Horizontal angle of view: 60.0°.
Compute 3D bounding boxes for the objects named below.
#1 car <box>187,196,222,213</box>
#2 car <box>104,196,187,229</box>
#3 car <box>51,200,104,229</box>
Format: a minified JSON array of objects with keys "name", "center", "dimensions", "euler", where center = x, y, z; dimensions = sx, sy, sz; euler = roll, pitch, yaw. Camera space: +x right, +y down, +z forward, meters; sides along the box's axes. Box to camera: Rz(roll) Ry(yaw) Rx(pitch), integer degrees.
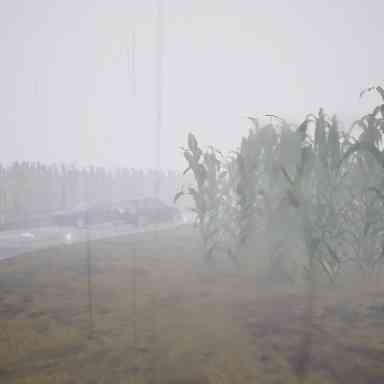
[{"name":"car","center":[1.260,1.093,30.376],"dimensions":[1.837,1.490,4.892],"euler":[0,2,36]},{"name":"car","center":[-2.642,1.099,20.001],"dimensions":[2.097,1.767,4.553],"euler":[0,1,36]},{"name":"car","center":[-6.001,1.256,20.181],"dimensions":[1.882,1.535,5.008],"euler":[0,1,35]}]
